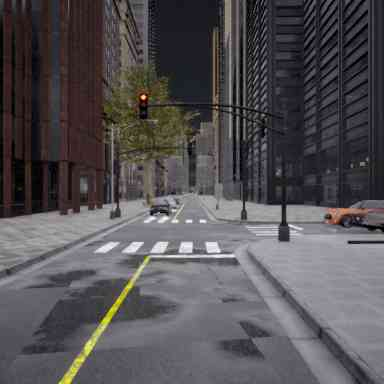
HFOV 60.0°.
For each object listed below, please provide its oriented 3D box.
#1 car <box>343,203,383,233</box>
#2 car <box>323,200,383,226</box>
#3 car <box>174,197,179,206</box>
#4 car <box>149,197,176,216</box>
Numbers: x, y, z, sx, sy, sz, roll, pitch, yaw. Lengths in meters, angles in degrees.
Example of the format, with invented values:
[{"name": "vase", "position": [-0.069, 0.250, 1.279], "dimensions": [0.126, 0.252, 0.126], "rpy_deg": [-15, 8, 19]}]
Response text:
[{"name": "car", "position": [11.534, 1.491, 18.108], "dimensions": [5.357, 1.411, 2.033], "rpy_deg": [0, 0, 0]}, {"name": "car", "position": [10.855, 1.311, 21.207], "dimensions": [4.553, 1.767, 2.097], "rpy_deg": [0, 0, 0]}, {"name": "car", "position": [-3.068, 1.540, 44.071], "dimensions": [1.812, 1.442, 4.674], "rpy_deg": [0, 0, 0]}, {"name": "car", "position": [-3.084, 1.553, 33.513], "dimensions": [2.033, 1.411, 5.357], "rpy_deg": [0, 0, 0]}]
